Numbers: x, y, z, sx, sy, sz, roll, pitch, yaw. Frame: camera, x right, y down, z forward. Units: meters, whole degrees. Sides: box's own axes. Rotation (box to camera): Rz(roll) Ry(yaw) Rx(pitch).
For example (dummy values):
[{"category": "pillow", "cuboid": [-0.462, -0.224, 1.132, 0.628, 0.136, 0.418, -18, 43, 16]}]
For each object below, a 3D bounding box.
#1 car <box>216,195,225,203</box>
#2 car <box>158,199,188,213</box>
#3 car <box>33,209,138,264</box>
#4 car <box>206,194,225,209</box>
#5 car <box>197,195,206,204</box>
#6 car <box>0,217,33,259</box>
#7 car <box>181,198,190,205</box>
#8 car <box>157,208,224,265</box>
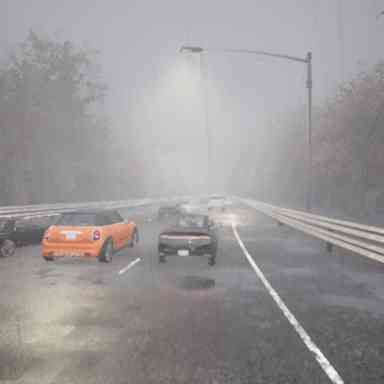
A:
[{"category": "car", "cuboid": [7.324, 1.696, 85.067, 2.150, 2.045, 5.566, 0, 0, 6]}, {"category": "car", "cuboid": [-1.782, 1.656, 29.361, 1.837, 1.490, 4.892, 0, 0, 6]}, {"category": "car", "cuboid": [-3.490, 1.397, 12.291, 2.097, 1.767, 4.553, 0, 0, 6]}, {"category": "car", "cuboid": [3.504, 1.498, 46.964, 2.150, 2.045, 5.566, 0, 0, 6]}, {"category": "car", "cuboid": [2.833, 1.876, 75.372, 1.882, 1.535, 5.008, 0, 0, 6]}, {"category": "car", "cuboid": [-6.963, 1.623, 12.732, 1.895, 1.301, 4.718, 0, 0, 6]}, {"category": "car", "cuboid": [-1.652, 1.887, 65.739, 1.994, 1.385, 4.181, 0, 0, 6]}, {"category": "car", "cuboid": [0.000, 1.559, 12.033, 2.128, 1.511, 4.902, 0, 0, 6]}]
